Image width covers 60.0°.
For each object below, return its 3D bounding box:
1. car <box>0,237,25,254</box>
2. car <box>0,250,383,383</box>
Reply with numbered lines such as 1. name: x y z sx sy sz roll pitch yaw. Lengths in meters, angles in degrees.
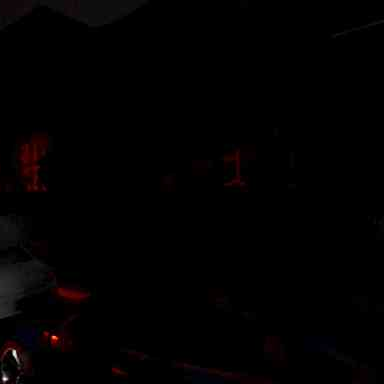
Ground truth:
1. car: -4.480 1.587 6.511 4.674 1.452 2.002 -1 0 35
2. car: 0.011 1.526 3.307 4.792 1.488 2.163 -1 0 35
